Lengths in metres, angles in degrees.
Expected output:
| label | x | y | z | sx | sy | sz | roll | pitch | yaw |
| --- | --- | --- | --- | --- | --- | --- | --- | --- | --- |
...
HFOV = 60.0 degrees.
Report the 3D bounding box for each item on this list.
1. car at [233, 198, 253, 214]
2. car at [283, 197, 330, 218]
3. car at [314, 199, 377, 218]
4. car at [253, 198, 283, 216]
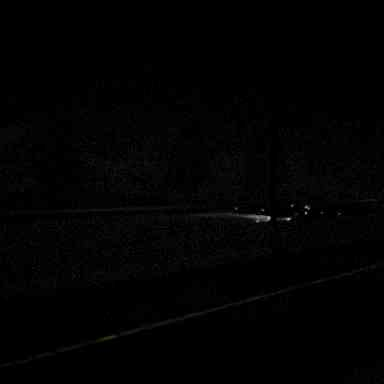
| label | x | y | z | sx | sy | sz | roll | pitch | yaw |
| --- | --- | --- | --- | --- | --- | --- | --- | --- | --- |
| car | 6.371 | 1.374 | 34.276 | 4.902 | 1.511 | 2.128 | 0 | 0 | -35 |
| car | 10.381 | 1.237 | 28.538 | 4.553 | 1.767 | 2.097 | 0 | 0 | -35 |
| car | 11.997 | 1.435 | 25.395 | 5.357 | 1.411 | 2.033 | 0 | 0 | -35 |
| car | 8.379 | 1.389 | 31.410 | 4.892 | 1.490 | 1.837 | 0 | 0 | -35 |
